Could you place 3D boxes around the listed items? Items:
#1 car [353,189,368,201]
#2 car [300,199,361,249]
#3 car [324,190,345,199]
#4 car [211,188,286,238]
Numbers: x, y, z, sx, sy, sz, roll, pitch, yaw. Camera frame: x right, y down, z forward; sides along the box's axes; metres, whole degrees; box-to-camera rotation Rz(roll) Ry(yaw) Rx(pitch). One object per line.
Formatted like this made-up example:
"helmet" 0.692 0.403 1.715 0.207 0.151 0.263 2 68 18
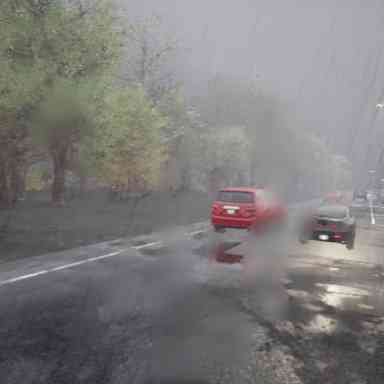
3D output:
"car" 29.343 0.461 58.054 2.150 2.045 5.566 3 2 28
"car" 5.731 1.277 13.682 1.837 1.490 4.892 3 2 28
"car" 21.642 0.543 51.048 2.097 1.767 4.553 3 2 30
"car" 2.812 0.838 15.615 2.150 2.045 5.566 3 2 28
